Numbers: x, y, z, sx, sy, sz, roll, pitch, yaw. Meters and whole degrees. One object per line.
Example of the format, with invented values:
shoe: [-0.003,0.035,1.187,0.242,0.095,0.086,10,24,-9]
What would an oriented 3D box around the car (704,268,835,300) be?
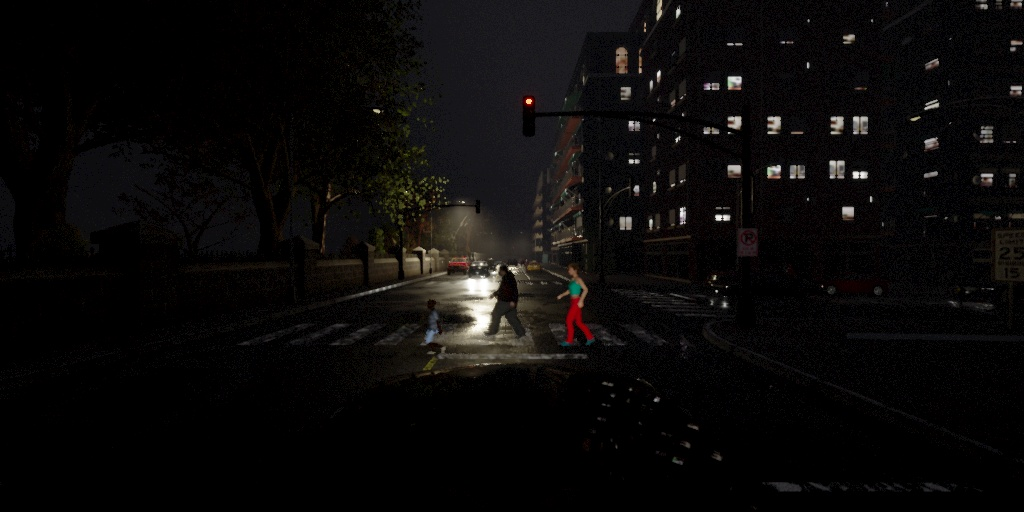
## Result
car: [13.724,1.564,19.387,5.357,1.411,2.033,1,0,0]

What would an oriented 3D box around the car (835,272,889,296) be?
car: [20.316,1.670,21.992,4.507,1.381,1.888,0,0,0]

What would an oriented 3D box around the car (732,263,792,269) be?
car: [14.622,1.337,21.981,5.009,1.841,2.192,0,0,0]

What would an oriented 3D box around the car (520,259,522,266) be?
car: [2.754,1.313,55.187,2.007,1.370,4.403,0,0,0]

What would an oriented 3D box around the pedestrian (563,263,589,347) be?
pedestrian: [1.390,1.043,7.803,0.375,1.860,0.375,0,0,0]

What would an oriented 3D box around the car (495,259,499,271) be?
car: [-3.037,1.261,47.335,1.837,1.490,4.892,0,0,0]

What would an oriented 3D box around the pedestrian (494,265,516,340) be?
pedestrian: [-0.161,1.043,8.404,0.375,1.860,0.375,0,0,0]

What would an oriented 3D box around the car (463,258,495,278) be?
car: [-3.063,1.243,34.348,2.128,1.511,4.902,0,0,0]

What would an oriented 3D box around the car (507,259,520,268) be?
car: [0.075,1.246,63.484,1.882,1.535,5.008,0,0,0]

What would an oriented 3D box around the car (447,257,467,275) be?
car: [-5.646,1.068,38.590,2.192,1.841,5.009,0,0,0]

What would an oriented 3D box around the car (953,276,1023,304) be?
car: [27.030,1.748,19.407,4.902,1.511,2.128,1,0,0]

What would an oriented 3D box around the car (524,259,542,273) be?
car: [2.741,1.281,44.286,1.751,1.417,4.829,0,0,0]

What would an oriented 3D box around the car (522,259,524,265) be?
car: [2.747,1.304,49.651,1.888,1.381,4.507,0,0,0]

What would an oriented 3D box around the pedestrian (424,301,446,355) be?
pedestrian: [-1.571,1.043,7.205,0.375,1.860,0.375,0,0,0]
